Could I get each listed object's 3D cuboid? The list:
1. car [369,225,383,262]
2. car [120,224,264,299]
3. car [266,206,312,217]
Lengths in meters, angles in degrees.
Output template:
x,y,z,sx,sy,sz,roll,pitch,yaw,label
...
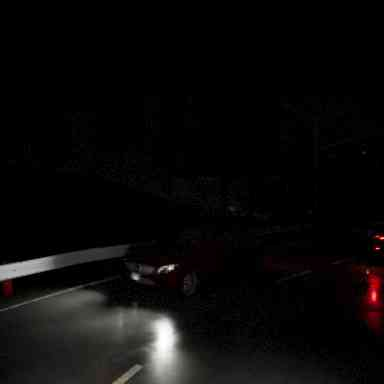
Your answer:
x,y,z,sx,sy,sz,roll,pitch,yaw,label
8.103,1.745,12.097,4.902,1.511,2.128,1,-1,-43,car
0.279,1.625,9.000,1.812,1.442,4.674,0,-1,40,car
10.632,2.167,36.762,1.895,1.301,4.718,1,-1,-44,car
